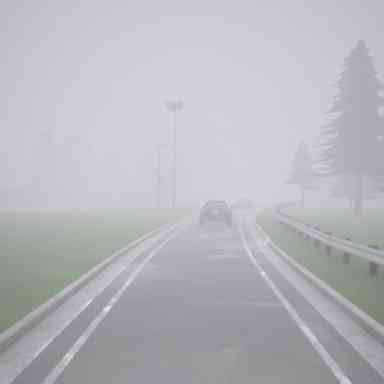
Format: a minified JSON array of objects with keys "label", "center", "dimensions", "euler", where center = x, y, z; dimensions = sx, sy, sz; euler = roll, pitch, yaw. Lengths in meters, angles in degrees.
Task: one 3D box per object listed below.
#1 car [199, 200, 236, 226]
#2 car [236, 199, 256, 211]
[{"label":"car","center":[1.799,1.323,23.335],"dimensions":[2.097,1.767,4.553],"euler":[0,0,9]},{"label":"car","center":[6.537,1.507,41.107],"dimensions":[2.033,1.411,5.357],"euler":[0,0,22]}]
